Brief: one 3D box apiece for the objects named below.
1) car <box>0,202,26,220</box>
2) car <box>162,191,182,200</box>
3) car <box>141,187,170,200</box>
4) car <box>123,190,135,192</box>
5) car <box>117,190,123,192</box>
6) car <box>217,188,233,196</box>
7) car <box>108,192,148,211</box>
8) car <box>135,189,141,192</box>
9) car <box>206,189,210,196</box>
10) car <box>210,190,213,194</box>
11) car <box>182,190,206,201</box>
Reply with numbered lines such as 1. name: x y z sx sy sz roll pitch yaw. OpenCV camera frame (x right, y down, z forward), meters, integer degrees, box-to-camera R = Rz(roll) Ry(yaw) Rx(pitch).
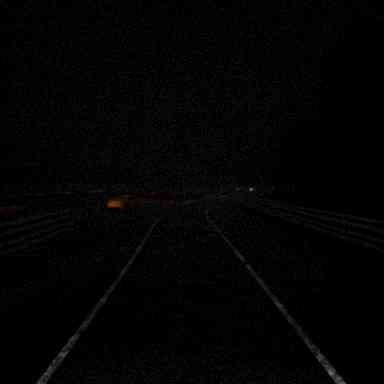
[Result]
1. car: -13.847 1.337 23.003 1.882 1.535 5.008 0 1 18
2. car: -2.991 0.733 57.317 1.895 1.301 4.718 0 1 18
3. car: -6.327 0.357 58.382 2.150 2.045 5.566 0 1 18
4. car: -15.374 0.125 87.802 1.882 1.535 5.008 0 1 18
5. car: -18.802 0.210 88.569 1.994 1.385 4.181 0 1 18
6. car: 8.153 0.206 80.940 1.895 1.301 4.718 0 1 18
7. car: -6.667 1.072 34.094 1.882 1.535 5.008 0 1 18
8. car: -12.047 -0.130 86.713 2.150 2.045 5.566 0 1 18
9. car: 1.786 0.293 72.422 1.882 1.535 5.008 0 1 18
10. car: 4.497 -0.057 92.592 1.812 1.442 4.674 0 1 18
11. car: 0.337 0.634 56.237 1.837 1.490 4.892 0 1 18
